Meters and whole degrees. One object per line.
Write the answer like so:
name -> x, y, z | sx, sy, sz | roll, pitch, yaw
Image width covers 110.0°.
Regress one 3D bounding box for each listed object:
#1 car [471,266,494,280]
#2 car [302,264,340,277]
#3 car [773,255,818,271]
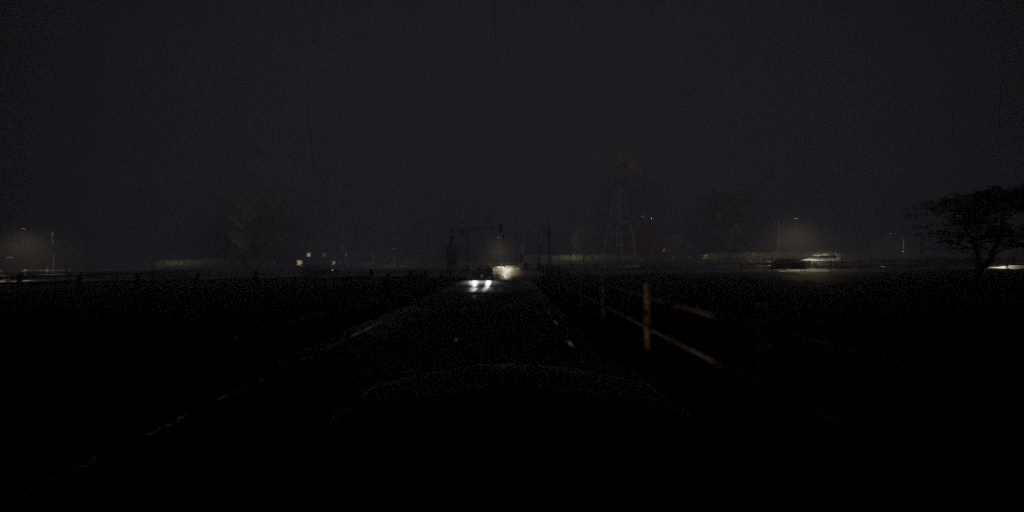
car -> -2.767, 1.630, 35.015 | 1.994, 1.385, 4.181 | 0, -1, 0
car -> -26.290, 1.903, 49.421 | 4.553, 1.767, 2.097 | -1, 1, 0
car -> 38.786, 1.055, 49.591 | 4.553, 1.767, 2.097 | -1, 0, 0
